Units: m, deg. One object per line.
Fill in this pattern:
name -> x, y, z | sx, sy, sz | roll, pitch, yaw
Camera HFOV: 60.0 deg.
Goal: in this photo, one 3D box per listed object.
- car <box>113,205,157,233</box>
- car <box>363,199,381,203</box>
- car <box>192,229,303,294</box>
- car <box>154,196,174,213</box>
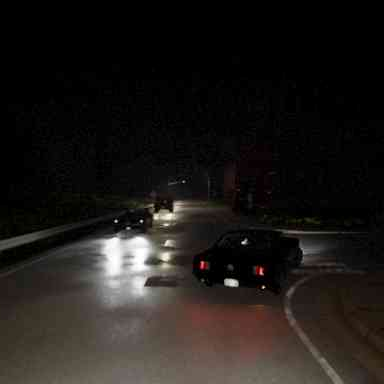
car -> -3.588, 1.748, 21.013 | 1.895, 1.301, 4.718 | 0, 0, 0
car -> 27.481, 1.863, 51.073 | 1.816, 1.474, 4.193 | 0, 0, 0
car -> 1.788, 1.666, 9.136 | 1.895, 1.301, 4.718 | 0, 0, 25
car -> -3.487, 1.522, 42.081 | 2.150, 2.045, 5.566 | 0, -1, 0
